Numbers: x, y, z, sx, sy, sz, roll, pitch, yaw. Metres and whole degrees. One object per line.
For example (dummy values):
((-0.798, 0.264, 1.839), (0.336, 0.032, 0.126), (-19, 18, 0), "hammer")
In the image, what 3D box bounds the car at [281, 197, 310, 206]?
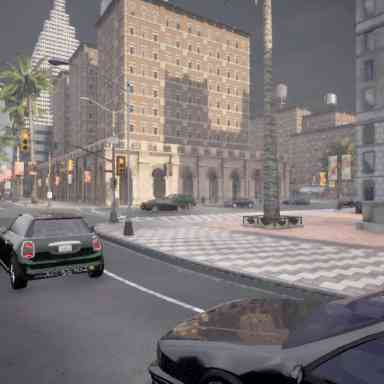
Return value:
((17.013, 1.547, 54.397), (5.357, 1.411, 2.033), (0, 0, -33), "car")

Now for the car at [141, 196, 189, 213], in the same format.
((-3.214, 1.477, 36.811), (5.008, 1.535, 1.882), (0, 0, -32), "car")

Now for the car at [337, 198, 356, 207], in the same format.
((24.177, 1.601, 50.529), (4.718, 1.301, 1.895), (0, 0, -34), "car")

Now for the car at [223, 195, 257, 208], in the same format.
((6.669, 1.505, 47.632), (4.892, 1.490, 1.837), (0, 0, -33), "car")

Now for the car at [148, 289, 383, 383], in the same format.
((2.135, 1.547, 2.552), (5.357, 1.411, 2.033), (0, 0, 37), "car")

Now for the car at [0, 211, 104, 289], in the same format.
((-4.247, 1.352, 9.553), (2.097, 1.767, 4.553), (0, 0, -36), "car")

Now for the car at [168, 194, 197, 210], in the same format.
((-2.037, 1.221, 41.942), (5.566, 2.045, 2.150), (0, 0, -33), "car")
